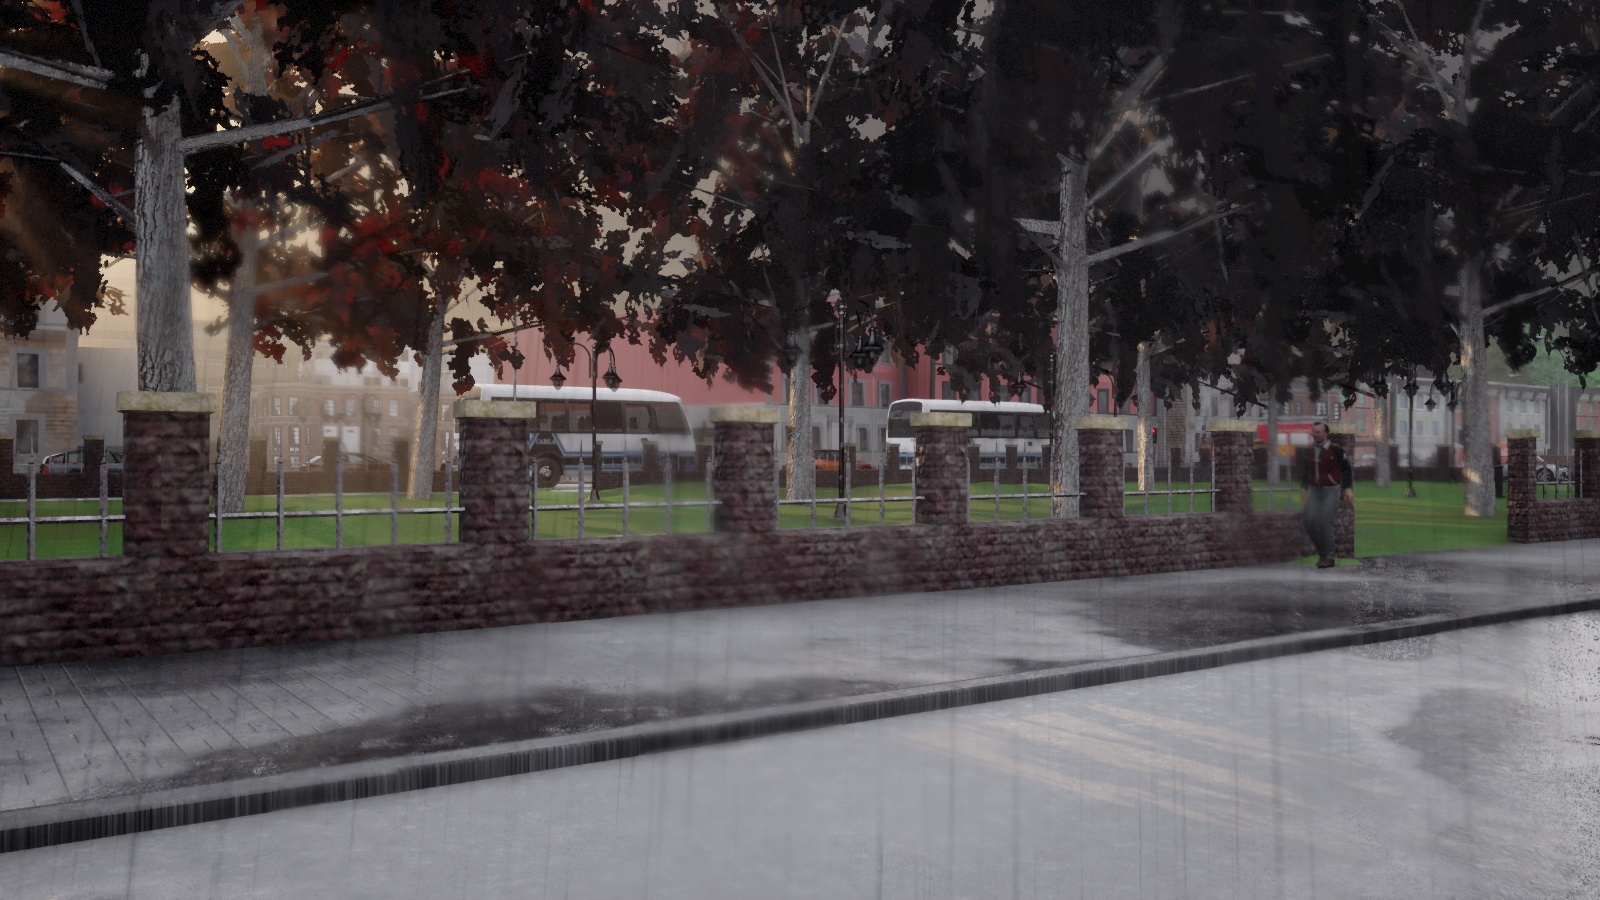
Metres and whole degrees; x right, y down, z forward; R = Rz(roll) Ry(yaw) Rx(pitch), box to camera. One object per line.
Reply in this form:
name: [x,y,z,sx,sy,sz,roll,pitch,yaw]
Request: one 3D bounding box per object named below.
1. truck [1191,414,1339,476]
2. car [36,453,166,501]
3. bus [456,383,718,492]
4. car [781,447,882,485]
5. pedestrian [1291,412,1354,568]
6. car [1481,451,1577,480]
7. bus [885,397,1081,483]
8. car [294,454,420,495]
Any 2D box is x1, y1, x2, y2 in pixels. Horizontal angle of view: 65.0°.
truck: [29.936,-0.285,81.127,8.468,3.827,2.891,0,-1,39]
car: [-23.848,0.879,42.861,3.705,1.549,1.789,0,0,-35]
bus: [-8.897,-0.482,53.337,10.273,4.253,3.944,0,0,-35]
car: [1.542,0.748,60.656,4.553,1.767,2.097,0,0,-35]
pedestrian: [6.354,0.478,15.269,0.720,1.854,0.376,0,0,-35]
car: [37.564,0.789,64.729,1.970,1.475,3.806,0,0,-37]
bus: [9.780,-0.490,66.470,10.273,4.253,3.944,0,0,-34]
car: [-16.821,0.911,47.789,4.193,1.474,1.816,0,0,-35]
